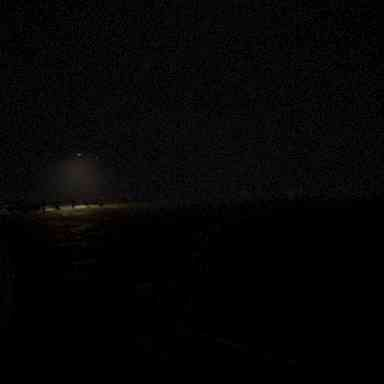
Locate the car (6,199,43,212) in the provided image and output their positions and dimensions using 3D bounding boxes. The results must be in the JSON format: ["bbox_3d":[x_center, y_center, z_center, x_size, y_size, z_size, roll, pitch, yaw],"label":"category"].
[{"bbox_3d":[-18.258,1.430,36.557,2.033,1.411,5.357,0,0,0],"label":"car"}]
